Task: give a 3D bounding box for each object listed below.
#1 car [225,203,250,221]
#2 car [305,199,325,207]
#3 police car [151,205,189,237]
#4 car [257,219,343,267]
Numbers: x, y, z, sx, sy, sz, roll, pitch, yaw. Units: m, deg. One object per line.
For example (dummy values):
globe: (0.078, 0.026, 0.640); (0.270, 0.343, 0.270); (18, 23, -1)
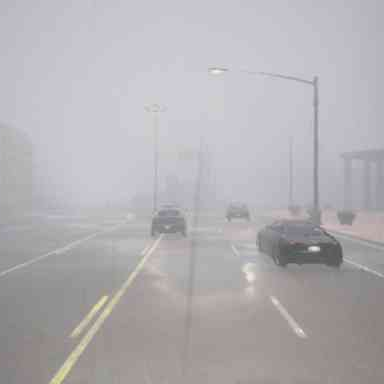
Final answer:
car: (4.007, 1.719, 29.447); (2.128, 1.511, 4.902); (0, 0, 4)
car: (21.377, 1.916, 56.776); (5.008, 1.535, 1.882); (0, -1, -39)
police car: (-1.231, 1.575, 19.325); (1.930, 1.638, 5.238); (0, 0, 0)
car: (3.596, 1.656, 11.786); (1.994, 1.385, 4.181); (0, 0, 0)
